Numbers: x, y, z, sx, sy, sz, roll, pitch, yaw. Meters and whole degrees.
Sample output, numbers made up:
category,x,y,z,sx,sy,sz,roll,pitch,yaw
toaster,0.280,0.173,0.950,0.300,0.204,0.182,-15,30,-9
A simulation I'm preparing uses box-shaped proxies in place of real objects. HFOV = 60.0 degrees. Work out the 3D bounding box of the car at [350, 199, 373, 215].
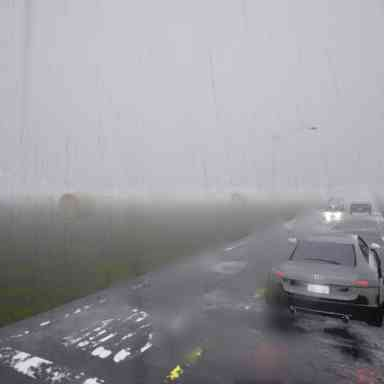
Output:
category,x,y,z,sx,sy,sz,roll,pitch,yaw
car,17.130,1.454,33.730,1.882,1.535,5.008,0,0,28

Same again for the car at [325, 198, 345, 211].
category,x,y,z,sx,sy,sz,roll,pitch,yaw
car,17.092,1.460,39.626,2.128,1.511,4.902,0,0,28

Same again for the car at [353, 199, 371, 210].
category,x,y,z,sx,sy,sz,roll,pitch,yaw
car,22.011,1.558,43.022,1.895,1.301,4.718,0,0,28

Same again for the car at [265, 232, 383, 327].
category,x,y,z,sx,sy,sz,roll,pitch,yaw
car,3.018,1.562,7.247,1.994,1.385,4.181,0,0,28
